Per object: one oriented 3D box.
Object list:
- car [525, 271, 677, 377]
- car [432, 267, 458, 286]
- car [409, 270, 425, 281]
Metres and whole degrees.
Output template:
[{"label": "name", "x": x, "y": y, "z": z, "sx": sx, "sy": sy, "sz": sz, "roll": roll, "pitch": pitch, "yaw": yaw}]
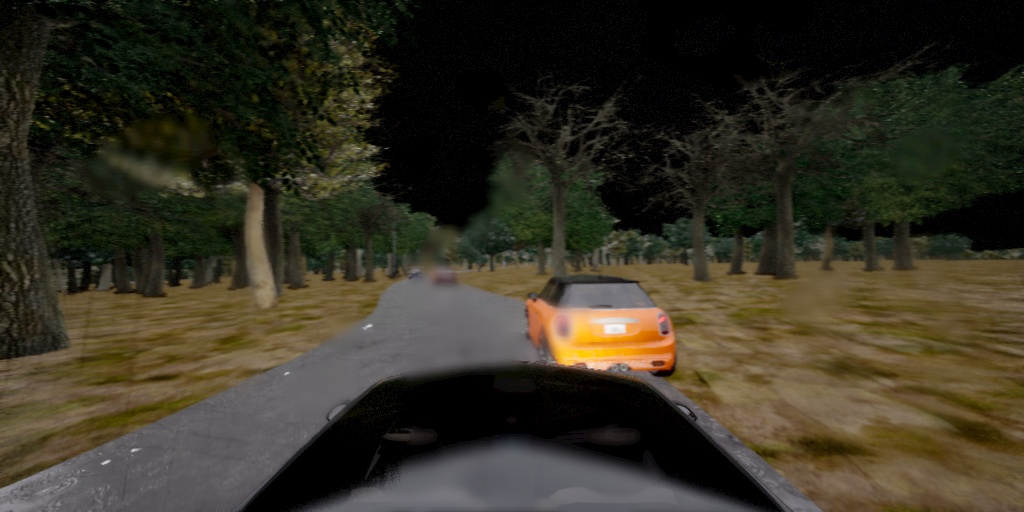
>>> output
[{"label": "car", "x": 1.462, "y": 1.161, "z": 7.559, "sx": 2.097, "sy": 1.767, "sz": 4.553, "roll": -1, "pitch": -1, "yaw": -3}, {"label": "car", "x": -6.485, "y": 2.074, "z": 35.024, "sx": 1.882, "sy": 1.535, "sz": 5.008, "roll": -1, "pitch": -1, "yaw": -16}, {"label": "car", "x": -13.138, "y": 2.633, "z": 49.830, "sx": 2.033, "sy": 1.411, "sz": 5.357, "roll": -1, "pitch": -1, "yaw": -11}]
